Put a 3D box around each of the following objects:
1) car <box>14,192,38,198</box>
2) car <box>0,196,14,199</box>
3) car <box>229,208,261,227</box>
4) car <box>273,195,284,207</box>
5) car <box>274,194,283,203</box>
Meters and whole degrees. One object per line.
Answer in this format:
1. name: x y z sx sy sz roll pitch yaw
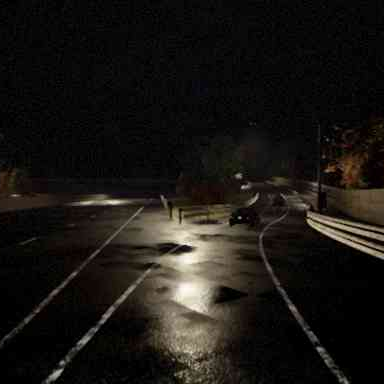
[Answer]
1. car: -31.371 0.985 63.679 2.150 2.045 5.566 0 0 -6
2. car: -34.913 1.334 63.920 1.895 1.301 4.718 0 0 -6
3. car: 4.322 2.022 26.835 2.033 1.411 5.357 1 -1 19
4. car: 16.283 1.886 62.569 1.882 1.535 5.008 1 2 15
5. car: 18.845 1.344 72.339 1.812 1.442 4.674 1 4 13
